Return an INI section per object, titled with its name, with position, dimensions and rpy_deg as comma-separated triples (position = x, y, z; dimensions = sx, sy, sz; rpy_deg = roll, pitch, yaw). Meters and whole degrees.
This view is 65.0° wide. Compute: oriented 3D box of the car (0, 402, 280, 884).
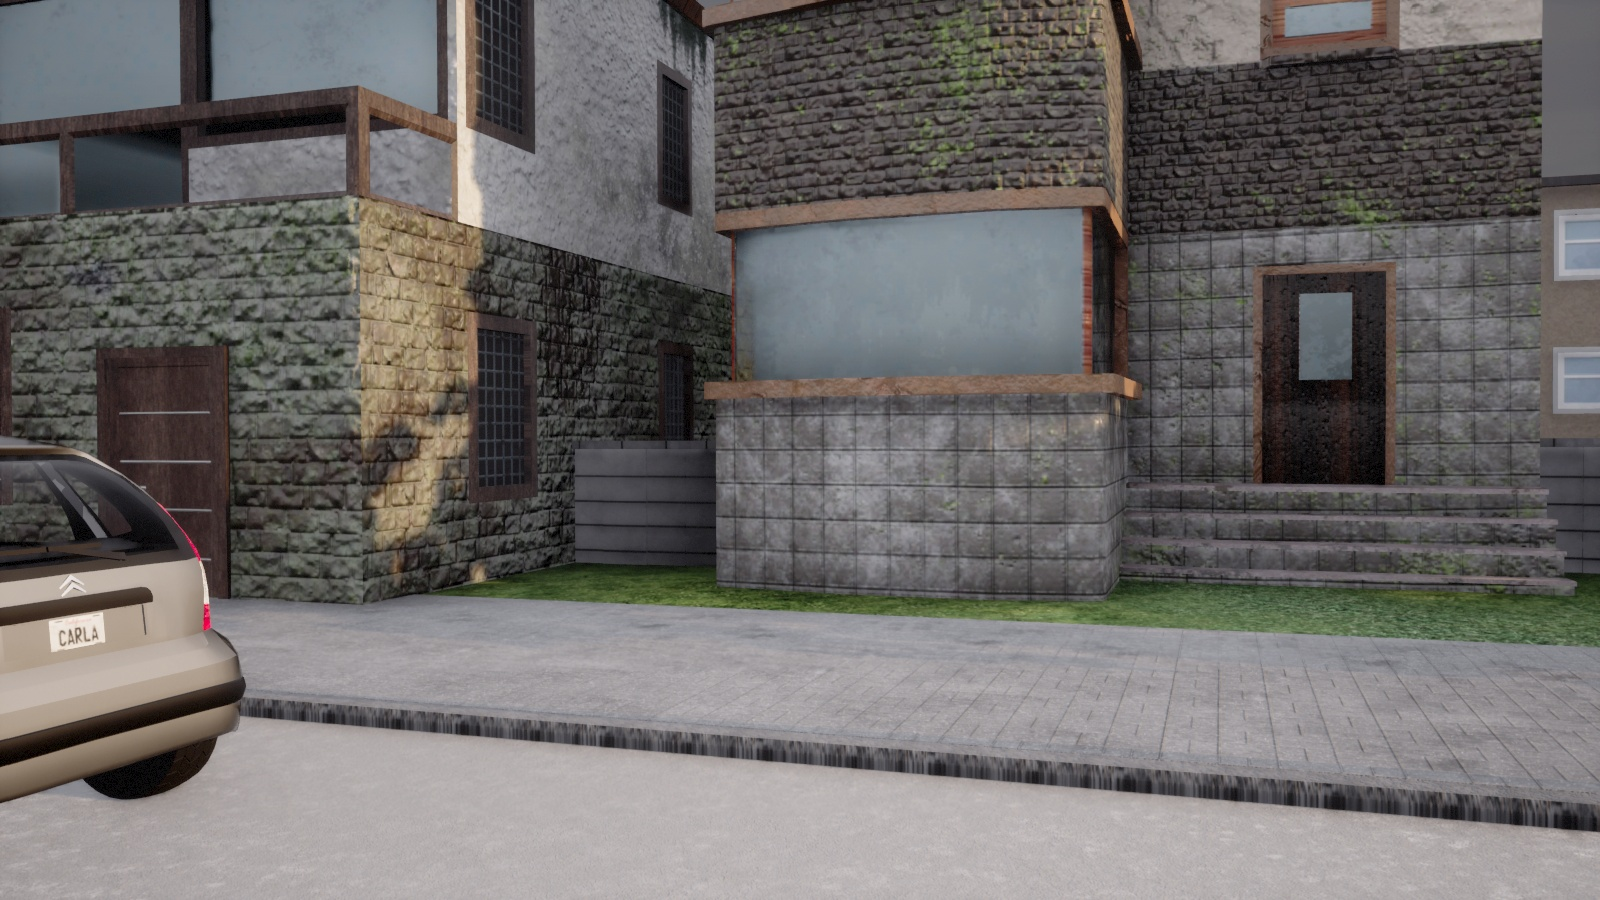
[car]
position = -4.446, 0.625, 5.213
dimensions = 3.988, 1.617, 1.851
rpy_deg = 1, 1, 19
